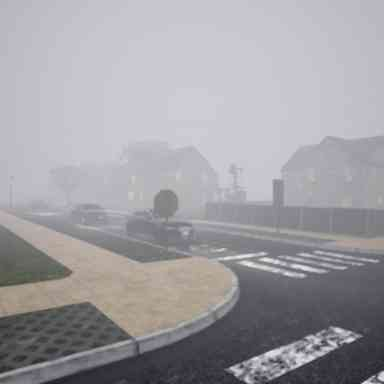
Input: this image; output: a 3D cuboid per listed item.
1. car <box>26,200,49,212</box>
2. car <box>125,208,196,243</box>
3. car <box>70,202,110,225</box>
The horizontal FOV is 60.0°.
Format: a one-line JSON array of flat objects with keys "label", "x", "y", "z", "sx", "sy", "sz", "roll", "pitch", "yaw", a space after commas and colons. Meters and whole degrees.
[{"label": "car", "x": -19.008, "y": 1.702, "z": 40.809, "sx": 1.895, "sy": 1.301, "sz": 4.718, "roll": 2, "pitch": -1, "yaw": -35}, {"label": "car", "x": -1.703, "y": 1.579, "z": 16.806, "sx": 2.128, "sy": 1.511, "sz": 4.902, "roll": 2, "pitch": -1, "yaw": -36}, {"label": "car", "x": -7.810, "y": 1.586, "z": 25.250, "sx": 1.837, "sy": 1.490, "sz": 4.892, "roll": 2, "pitch": -1, "yaw": -36}]
